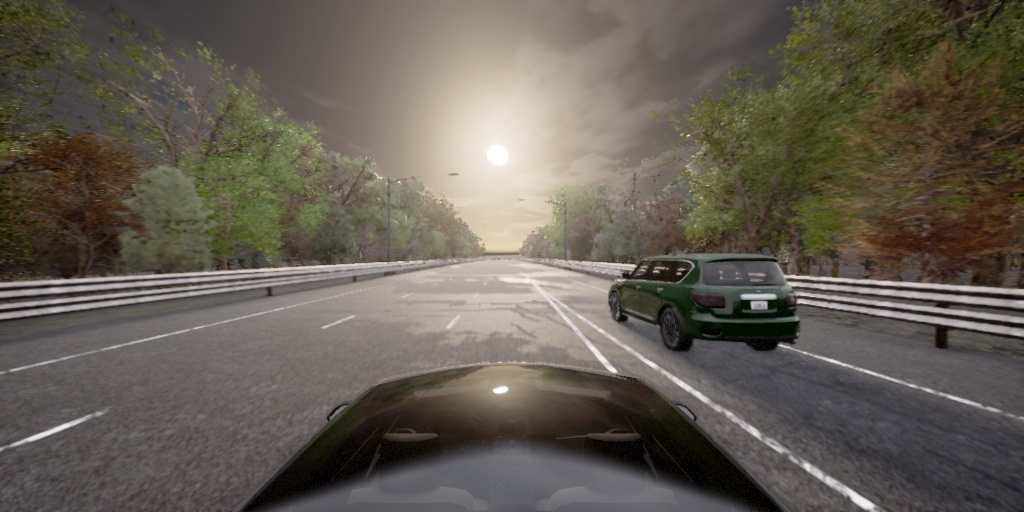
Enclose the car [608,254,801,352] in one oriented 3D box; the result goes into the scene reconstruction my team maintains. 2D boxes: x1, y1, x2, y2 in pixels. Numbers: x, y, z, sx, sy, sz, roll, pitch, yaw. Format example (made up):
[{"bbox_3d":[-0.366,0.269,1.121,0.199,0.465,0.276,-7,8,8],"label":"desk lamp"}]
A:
[{"bbox_3d":[4.270,0.978,9.109,2.150,2.045,5.566,0,0,-4],"label":"car"}]
